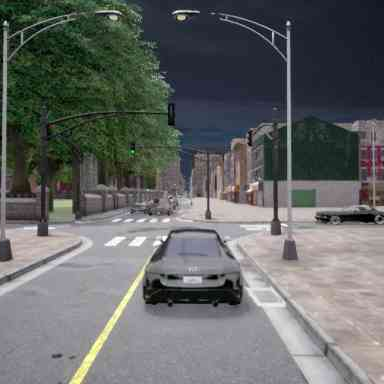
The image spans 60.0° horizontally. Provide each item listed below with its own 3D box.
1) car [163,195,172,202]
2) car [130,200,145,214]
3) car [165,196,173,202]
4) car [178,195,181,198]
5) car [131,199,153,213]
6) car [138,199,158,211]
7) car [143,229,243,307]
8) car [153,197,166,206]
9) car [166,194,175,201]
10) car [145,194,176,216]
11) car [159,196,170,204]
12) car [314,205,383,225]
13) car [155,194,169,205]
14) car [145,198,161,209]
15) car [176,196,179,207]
[{"bbox_3d":[-5.934,1.628,81.182,1.967,1.590,4.097,1,0,0],"label":"car"},{"bbox_3d":[-5.549,1.589,35.897,2.008,1.369,4.403,1,0,0],"label":"car"},{"bbox_3d":[-5.984,1.742,86.462,1.752,1.417,4.829,1,0,0],"label":"car"},{"bbox_3d":[-3.154,1.584,54.229,1.837,1.490,4.892,0,0,0],"label":"car"},{"bbox_3d":[-5.591,1.567,37.870,1.752,1.417,4.829,1,0,0],"label":"car"},{"bbox_3d":[-5.587,1.602,43.032,2.008,1.369,4.403,1,0,0],"label":"car"},{"bbox_3d":[0.031,1.569,8.053,1.994,1.385,4.181,0,0,1],"label":"car"},{"bbox_3d":[-5.737,1.676,59.382,1.802,1.307,4.206,1,0,0],"label":"car"},{"bbox_3d":[-6.031,1.564,92.084,2.192,1.841,5.009,1,0,0],"label":"car"},{"bbox_3d":[-3.040,1.385,33.192,2.097,1.767,4.553,0,0,1],"label":"car"},{"bbox_3d":[-5.834,1.576,70.282,1.967,1.590,4.097,1,0,0],"label":"car"},{"bbox_3d":[10.881,1.555,22.575,4.718,1.301,1.895,-1,-1,0],"label":"car"},{"bbox_3d":[-5.781,1.429,64.832,2.192,1.841,5.009,1,0,0],"label":"car"},{"bbox_3d":[-5.637,1.629,48.482,1.947,1.339,4.313,1,0,0],"label":"car"},{"bbox_3d":[-3.054,1.578,43.374,1.812,1.442,4.674,0,0,0],"label":"car"}]
